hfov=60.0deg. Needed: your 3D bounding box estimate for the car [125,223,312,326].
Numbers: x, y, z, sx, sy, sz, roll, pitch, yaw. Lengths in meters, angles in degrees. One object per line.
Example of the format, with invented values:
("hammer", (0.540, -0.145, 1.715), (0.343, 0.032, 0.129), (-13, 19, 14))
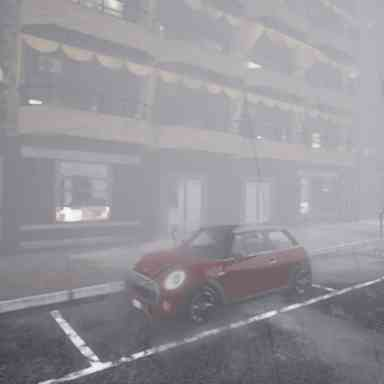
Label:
("car", (0.659, 1.443, 7.023), (4.097, 1.590, 1.967), (0, 1, -36))
